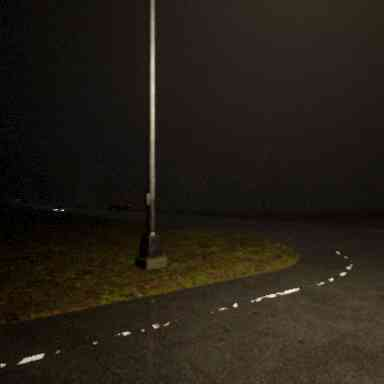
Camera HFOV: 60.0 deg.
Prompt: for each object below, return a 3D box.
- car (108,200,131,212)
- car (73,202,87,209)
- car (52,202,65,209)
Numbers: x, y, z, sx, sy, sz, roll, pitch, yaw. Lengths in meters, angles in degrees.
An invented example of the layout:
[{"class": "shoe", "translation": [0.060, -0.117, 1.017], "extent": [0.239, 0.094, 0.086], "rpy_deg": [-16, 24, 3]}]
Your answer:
[{"class": "car", "translation": [-12.200, 2.312, 55.723], "extent": [2.150, 2.045, 5.566], "rpy_deg": [3, -3, -35]}, {"class": "car", "translation": [-24.842, 2.956, 73.706], "extent": [1.882, 1.535, 5.008], "rpy_deg": [3, -2, -35]}, {"class": "car", "translation": [-26.239, 2.708, 65.438], "extent": [1.994, 1.385, 4.181], "rpy_deg": [2, -2, -28]}]
